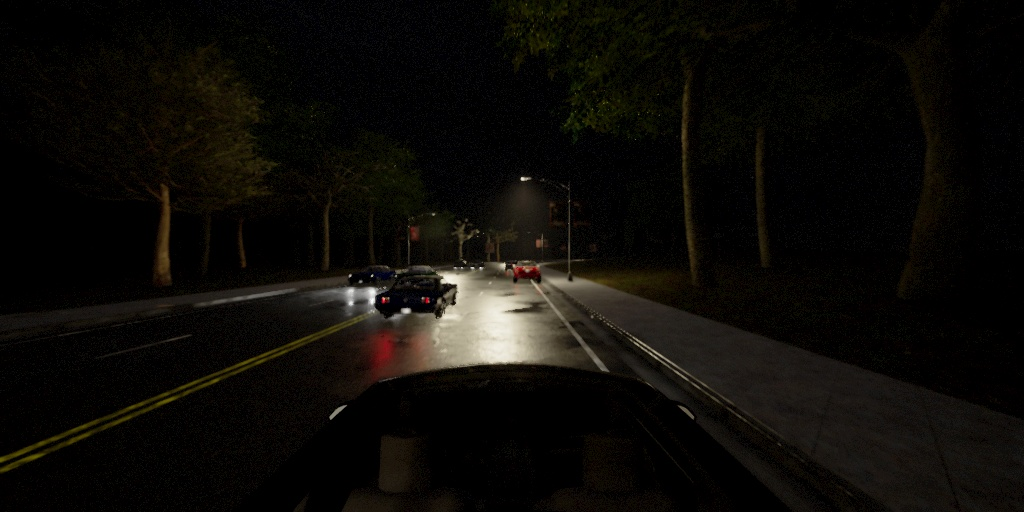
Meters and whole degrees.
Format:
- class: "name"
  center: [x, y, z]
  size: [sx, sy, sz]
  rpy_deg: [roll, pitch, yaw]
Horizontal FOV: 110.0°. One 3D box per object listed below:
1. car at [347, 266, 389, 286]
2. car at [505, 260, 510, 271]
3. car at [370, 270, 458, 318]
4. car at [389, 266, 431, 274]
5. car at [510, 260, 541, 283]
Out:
- class: "car"
  center: [-9.858, 1.368, 25.586]
  size: [1.895, 1.301, 4.718]
  rpy_deg: [0, 0, 0]
- class: "car"
  center: [0.005, 1.294, 49.097]
  size: [2.128, 1.511, 4.902]
  rpy_deg: [0, 0, 0]
- class: "car"
  center: [-3.155, 1.357, 12.927]
  size: [1.895, 1.301, 4.718]
  rpy_deg: [0, 0, 0]
- class: "car"
  center: [-6.607, 1.367, 24.799]
  size: [1.895, 1.301, 4.718]
  rpy_deg: [0, 0, 0]
- class: "car"
  center: [1.126, 1.121, 28.313]
  size: [2.097, 1.767, 4.553]
  rpy_deg: [0, 0, 0]
